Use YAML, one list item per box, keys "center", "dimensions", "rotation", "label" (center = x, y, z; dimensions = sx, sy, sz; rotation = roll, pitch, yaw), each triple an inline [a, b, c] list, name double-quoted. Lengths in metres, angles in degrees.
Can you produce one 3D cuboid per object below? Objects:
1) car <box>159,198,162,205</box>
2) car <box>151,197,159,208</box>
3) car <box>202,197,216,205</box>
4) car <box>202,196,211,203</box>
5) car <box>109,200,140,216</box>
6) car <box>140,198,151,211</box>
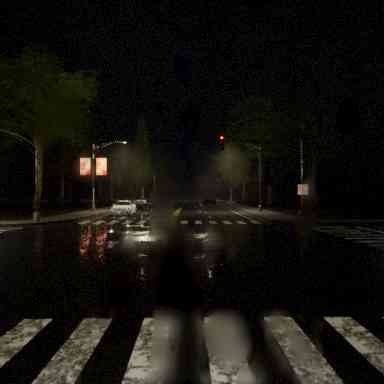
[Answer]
- center: [-6.607, 1.684, 61.160]
  dimensions: [2.033, 1.411, 5.357]
  rotation: [0, 0, 0]
  label: "car"
- center: [-6.631, 1.613, 50.507]
  dimensions: [1.812, 1.442, 4.674]
  rotation: [0, 0, 0]
  label: "car"
- center: [3.300, 1.616, 61.477]
  dimensions: [1.882, 1.535, 5.008]
  rotation: [0, 0, 0]
  label: "car"
- center: [3.194, 1.715, 72.520]
  dimensions: [1.812, 1.442, 4.674]
  rotation: [0, 0, 0]
  label: "car"
- center: [-6.616, 1.553, 32.404]
  dimensions: [1.812, 1.442, 4.674]
  rotation: [0, 0, 0]
  label: "car"
- center: [-6.622, 1.651, 41.415]
  dimensions: [1.895, 1.301, 4.718]
  rotation: [0, 0, 0]
  label: "car"
